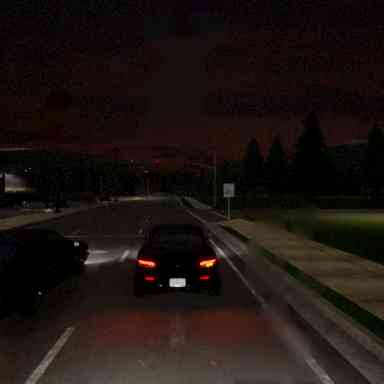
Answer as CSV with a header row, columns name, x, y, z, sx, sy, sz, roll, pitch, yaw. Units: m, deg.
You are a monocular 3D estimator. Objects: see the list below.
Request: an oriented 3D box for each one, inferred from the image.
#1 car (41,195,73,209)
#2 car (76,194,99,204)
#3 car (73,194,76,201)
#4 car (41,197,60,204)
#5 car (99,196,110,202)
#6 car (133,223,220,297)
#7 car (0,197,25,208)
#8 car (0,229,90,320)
name,x,y,z,sx,sy,sz,roll,pitch,yaw
car,-18.736,1.480,46.151,2.128,1.511,4.902,0,0,-4
car,-19.682,1.337,63.018,2.097,1.767,4.553,0,0,-3
car,-27.461,1.336,77.904,2.097,1.767,4.553,0,0,-3
car,-26.654,1.585,62.796,1.895,1.301,4.718,0,0,-3
car,-20.430,1.534,77.508,1.994,1.385,4.181,0,0,-3
car,-0.392,1.524,8.502,1.812,1.442,4.674,0,0,-3
car,-26.522,1.480,48.551,2.128,1.511,4.902,0,0,6
car,-3.840,1.546,7.427,2.033,1.411,5.357,0,0,-3
